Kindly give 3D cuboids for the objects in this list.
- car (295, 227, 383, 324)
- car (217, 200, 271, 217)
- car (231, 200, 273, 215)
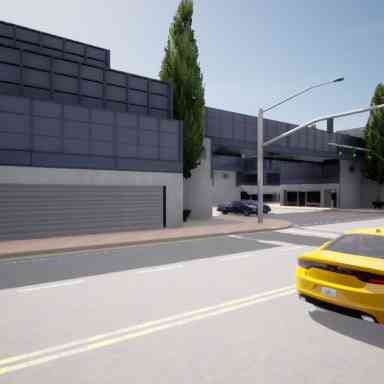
[{"bbox_3d":[4.252,1.478,6.880,5.008,1.535,1.882,0,0,-36],"label":"car"},{"bbox_3d":[4.675,1.547,32.105,2.033,1.411,5.357,0,0,-37],"label":"car"},{"bbox_3d":[6.397,1.564,35.640,1.994,1.385,4.181,0,0,-37],"label":"car"}]
